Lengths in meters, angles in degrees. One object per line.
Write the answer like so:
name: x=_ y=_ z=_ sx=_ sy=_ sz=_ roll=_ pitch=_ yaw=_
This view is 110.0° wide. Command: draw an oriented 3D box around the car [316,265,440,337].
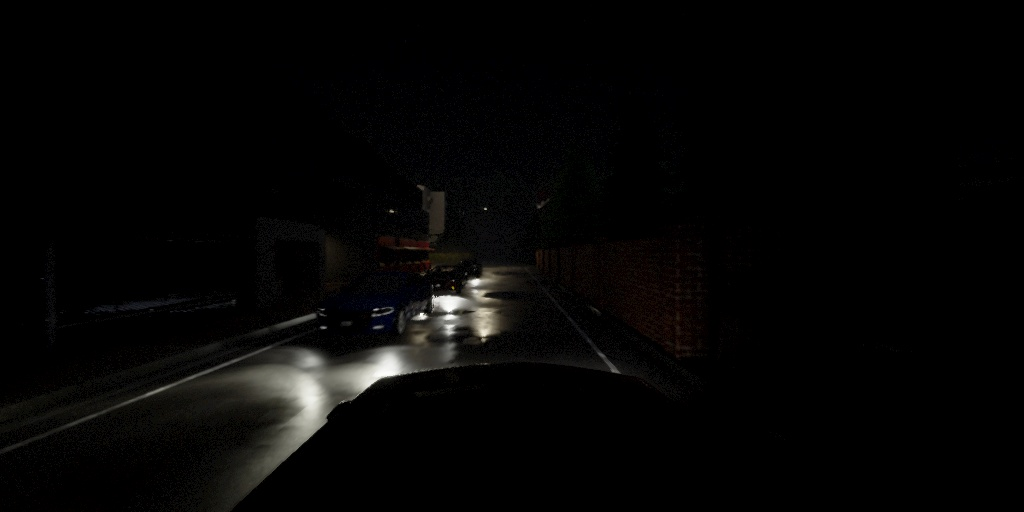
car: x=-3.600 y=1.172 z=10.290 sx=1.882 sy=1.535 sz=5.008 roll=0 pitch=1 yaw=0

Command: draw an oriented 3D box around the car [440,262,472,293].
car: x=-3.505 y=1.189 z=18.995 sx=1.994 sy=1.385 sz=4.181 roll=0 pitch=1 yaw=0

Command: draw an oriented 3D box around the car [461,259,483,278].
car: x=-3.509 y=1.036 z=30.068 sx=1.837 sy=1.490 sz=4.892 roll=0 pitch=0 yaw=0
